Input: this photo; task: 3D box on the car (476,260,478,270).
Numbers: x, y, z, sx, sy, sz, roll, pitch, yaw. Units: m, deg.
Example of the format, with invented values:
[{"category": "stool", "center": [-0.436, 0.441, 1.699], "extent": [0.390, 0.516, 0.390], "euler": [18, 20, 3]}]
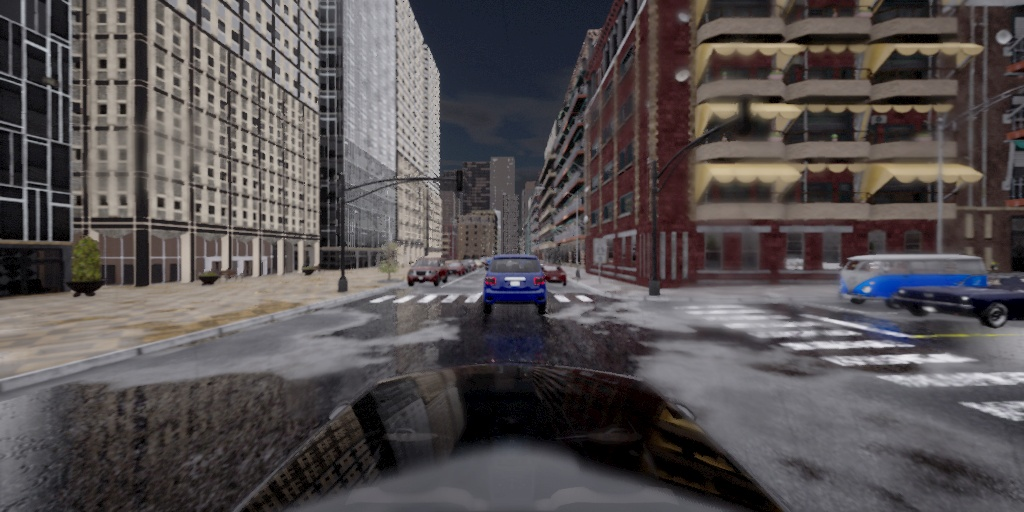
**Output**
[{"category": "car", "center": [-5.695, 1.172, 46.971], "extent": [1.967, 1.591, 4.097], "euler": [0, 0, 0]}]

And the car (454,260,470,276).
[{"category": "car", "center": [-5.694, 1.278, 35.915], "extent": [1.888, 1.381, 4.507], "euler": [0, 0, 0]}]

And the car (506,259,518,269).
[{"category": "car", "center": [-0.005, 1.260, 55.161], "extent": [1.812, 1.442, 4.674], "euler": [0, 0, 0]}]

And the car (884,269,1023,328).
[{"category": "car", "center": [13.613, 1.128, 9.835], "extent": [4.718, 1.301, 1.895], "euler": [-1, 0, -1]}]

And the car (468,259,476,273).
[{"category": "car", "center": [-5.695, 1.298, 41.443], "extent": [1.948, 1.339, 4.313], "euler": [0, 0, 0]}]

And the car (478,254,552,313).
[{"category": "car", "center": [0.099, 0.964, 14.059], "extent": [2.150, 2.045, 5.566], "euler": [0, 0, 0]}]

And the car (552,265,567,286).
[{"category": "car", "center": [2.687, 1.282, 24.860], "extent": [1.888, 1.381, 4.507], "euler": [0, 0, 0]}]

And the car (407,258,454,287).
[{"category": "car", "center": [-5.693, 1.052, 24.861], "extent": [2.192, 1.841, 5.009], "euler": [0, 0, 0]}]

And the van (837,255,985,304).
[{"category": "van", "center": [13.719, 0.852, 12.434], "extent": [3.998, 1.789, 1.690], "euler": [0, 0, 0]}]
